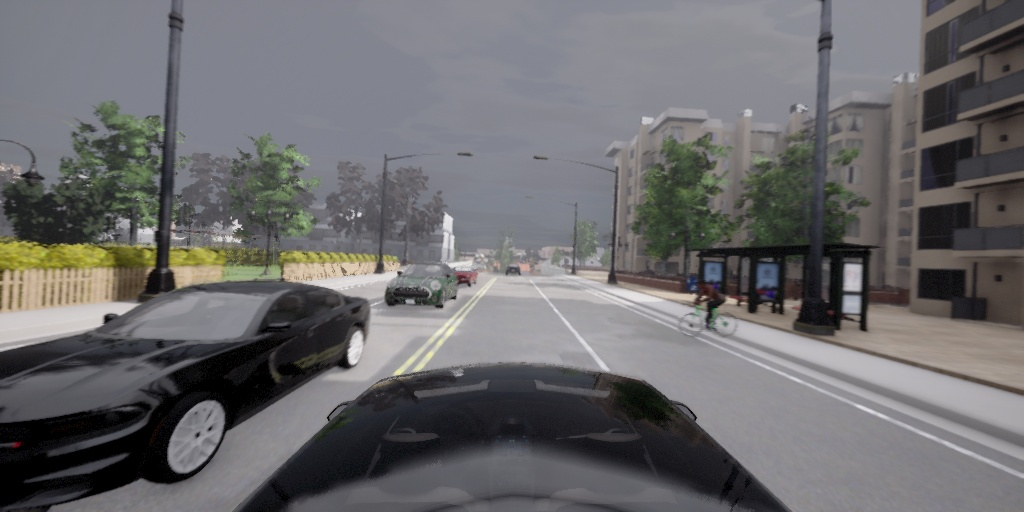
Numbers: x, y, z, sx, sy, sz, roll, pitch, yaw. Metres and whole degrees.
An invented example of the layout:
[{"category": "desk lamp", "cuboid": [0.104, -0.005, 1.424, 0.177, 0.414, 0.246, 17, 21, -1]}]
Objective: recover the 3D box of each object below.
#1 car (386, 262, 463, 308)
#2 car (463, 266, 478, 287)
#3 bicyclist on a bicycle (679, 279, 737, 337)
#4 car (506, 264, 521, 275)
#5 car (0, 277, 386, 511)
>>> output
[{"category": "car", "cuboid": [-3.535, 1.038, 14.836, 2.097, 1.767, 4.553, 3, 0, 0]}, {"category": "car", "cuboid": [-3.513, 1.376, 25.081, 1.895, 1.301, 4.718, 3, 0, 0]}, {"category": "bicyclist on a bicycle", "cuboid": [5.518, 1.478, 10.113, 1.656, 1.620, 0.582, -1, 0, 0]}, {"category": "car", "cuboid": [0.186, 1.760, 48.333, 1.882, 1.535, 5.008, 3, -1, 0]}, {"category": "car", "cuboid": [-3.559, 1.076, 4.672, 1.882, 1.535, 5.008, 3, 0, 0]}]
